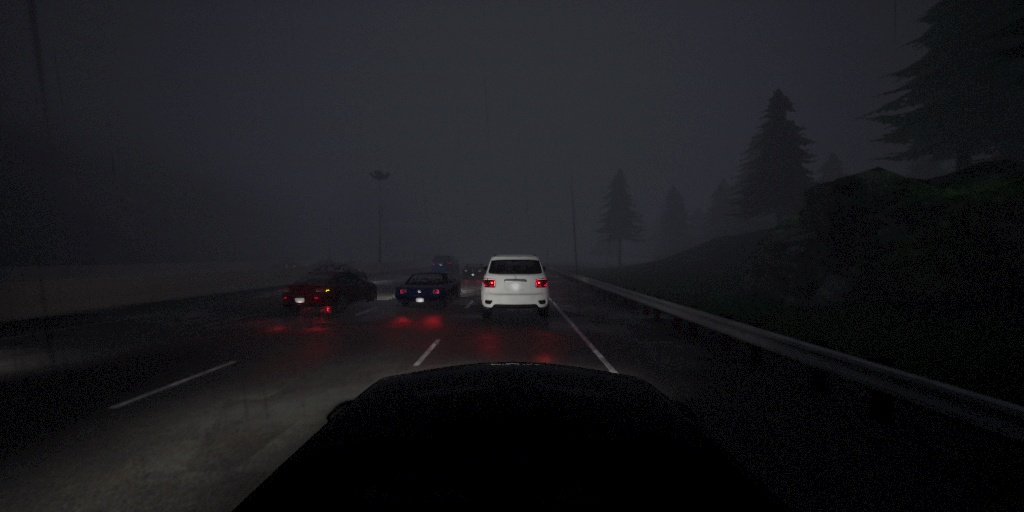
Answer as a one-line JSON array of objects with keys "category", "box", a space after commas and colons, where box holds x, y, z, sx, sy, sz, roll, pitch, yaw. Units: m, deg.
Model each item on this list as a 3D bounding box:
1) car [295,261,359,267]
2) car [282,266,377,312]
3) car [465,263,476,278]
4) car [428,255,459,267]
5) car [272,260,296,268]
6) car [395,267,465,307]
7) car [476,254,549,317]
[{"category": "car", "box": [-10.399, 1.230, 21.643, 2.128, 1.511, 4.902, 0, 0, 0]}, {"category": "car", "box": [-6.898, 1.269, 13.971, 1.812, 1.442, 4.674, 0, 0, 0]}, {"category": "car", "box": [-3.393, 1.333, 33.389, 1.895, 1.301, 4.718, 0, 0, 0]}, {"category": "car", "box": [-6.895, 0.952, 37.337, 2.150, 2.045, 5.566, 0, 0, 0]}, {"category": "car", "box": [-31.554, 1.286, 50.034, 1.994, 1.385, 4.181, 0, 0, 0]}, {"category": "car", "box": [-3.399, 1.343, 15.494, 1.895, 1.301, 4.718, 0, 0, 0]}, {"category": "car", "box": [0.102, 0.965, 13.261, 2.150, 2.045, 5.566, 0, 0, 0]}]
